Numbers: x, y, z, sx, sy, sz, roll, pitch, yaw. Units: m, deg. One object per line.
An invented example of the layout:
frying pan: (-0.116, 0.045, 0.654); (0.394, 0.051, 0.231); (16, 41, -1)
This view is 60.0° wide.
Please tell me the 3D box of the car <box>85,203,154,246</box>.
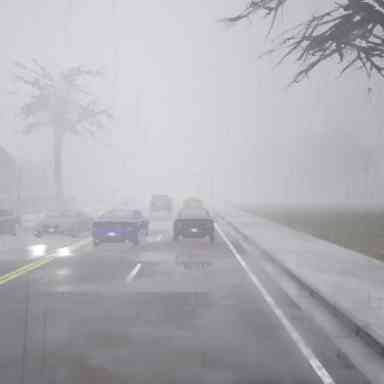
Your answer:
car: (-3.154, 1.499, 15.501); (1.882, 1.535, 5.008); (0, 0, 0)

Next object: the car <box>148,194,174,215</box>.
car: (-3.160, 1.264, 35.022); (2.150, 2.045, 5.566); (0, 0, 0)

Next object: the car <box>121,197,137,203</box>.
car: (-9.849, 1.562, 51.818); (1.837, 1.490, 4.892); (0, 0, 0)

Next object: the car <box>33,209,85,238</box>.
car: (-6.604, 1.587, 17.562); (1.994, 1.385, 4.181); (0, 0, 0)

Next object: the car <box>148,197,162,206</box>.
car: (-6.562, 1.629, 58.806); (1.994, 1.385, 4.181); (0, 0, 1)

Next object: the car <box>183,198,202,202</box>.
car: (0.090, 1.395, 35.191); (2.097, 1.767, 4.553); (0, 0, 0)

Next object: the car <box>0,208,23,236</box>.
car: (-9.853, 1.525, 15.692); (1.837, 1.490, 4.892); (0, 0, 0)

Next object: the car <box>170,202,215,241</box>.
car: (0.095, 1.501, 16.850); (1.882, 1.535, 5.008); (0, 0, 0)
